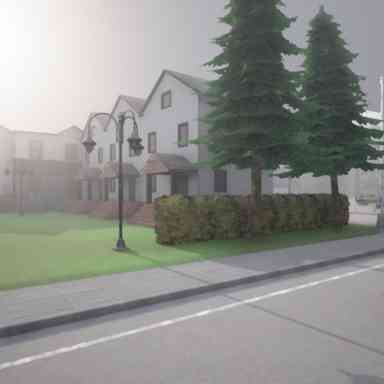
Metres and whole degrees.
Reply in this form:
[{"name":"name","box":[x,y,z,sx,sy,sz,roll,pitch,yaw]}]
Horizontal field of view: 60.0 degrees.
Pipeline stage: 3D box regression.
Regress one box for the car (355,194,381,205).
[{"name":"car","box":[26.486,1.079,48.752,1.932,1.855,4.605,0,0,-36]}]
